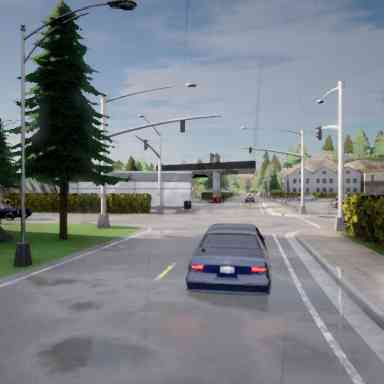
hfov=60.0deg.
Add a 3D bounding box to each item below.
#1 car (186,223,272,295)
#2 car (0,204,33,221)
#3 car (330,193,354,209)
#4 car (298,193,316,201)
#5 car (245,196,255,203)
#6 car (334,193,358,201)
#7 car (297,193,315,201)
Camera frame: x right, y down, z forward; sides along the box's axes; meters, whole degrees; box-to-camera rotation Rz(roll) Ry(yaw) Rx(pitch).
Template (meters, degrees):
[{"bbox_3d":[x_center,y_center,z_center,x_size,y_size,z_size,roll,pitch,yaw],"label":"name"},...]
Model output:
[{"bbox_3d":[1.096,1.548,8.906,2.033,1.411,5.357,0,0,10],"label":"car"},{"bbox_3d":[-15.572,1.601,27.066,4.718,1.301,1.895,0,0,10],"label":"car"},{"bbox_3d":[20.221,1.330,42.318,5.027,1.636,2.152,0,0,10],"label":"car"},{"bbox_3d":[27.321,1.077,79.227,3.866,1.878,1.905,0,0,10],"label":"car"},{"bbox_3d":[11.965,1.491,68.529,2.128,1.511,4.902,0,0,11],"label":"car"},{"bbox_3d":[34.496,1.097,74.619,4.605,1.855,1.932,0,0,10],"label":"car"},{"bbox_3d":[26.140,1.361,76.060,3.806,1.475,1.970,0,0,10],"label":"car"}]
